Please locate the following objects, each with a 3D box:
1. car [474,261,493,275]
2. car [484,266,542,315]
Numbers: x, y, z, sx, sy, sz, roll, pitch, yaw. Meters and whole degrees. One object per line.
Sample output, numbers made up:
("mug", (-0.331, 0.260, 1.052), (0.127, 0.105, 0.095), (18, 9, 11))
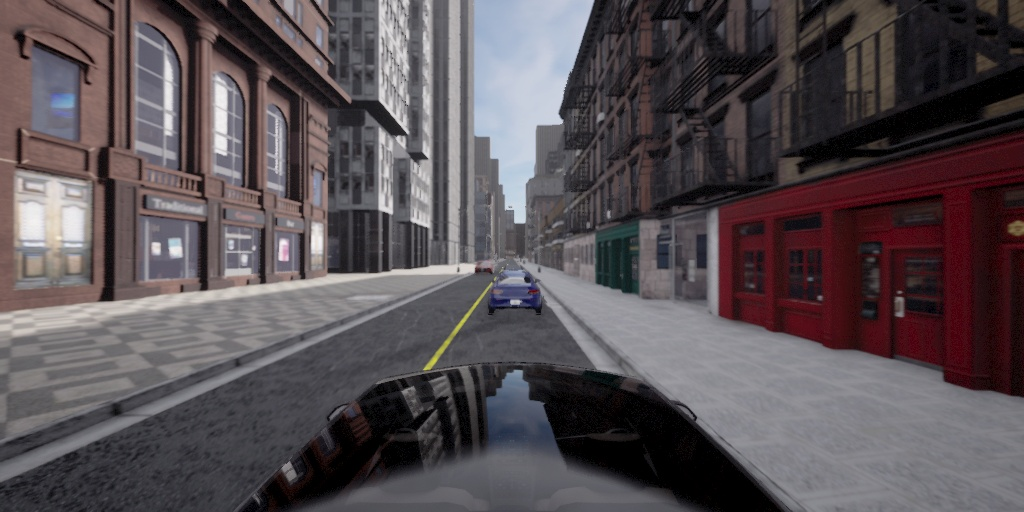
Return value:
("car", (-3.087, 1.286, 40.032), (1.882, 1.535, 5.008), (0, 0, 0))
("car", (0.102, 1.285, 13.540), (1.812, 1.442, 4.674), (0, 0, 0))
